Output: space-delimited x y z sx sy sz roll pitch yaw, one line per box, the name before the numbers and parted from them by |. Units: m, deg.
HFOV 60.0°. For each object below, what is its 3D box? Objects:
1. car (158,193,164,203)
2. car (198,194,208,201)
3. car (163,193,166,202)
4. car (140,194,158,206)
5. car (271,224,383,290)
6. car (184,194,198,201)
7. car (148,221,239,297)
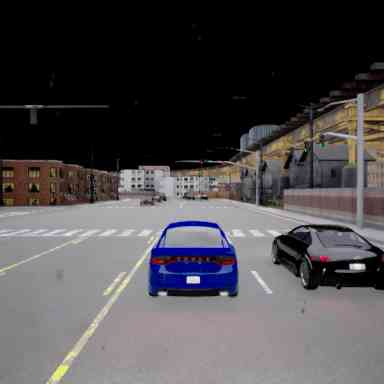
car | -7.222 1.525 66.844 1.812 1.442 4.674 0 0 0
car | 3.204 1.471 87.658 1.882 1.535 5.008 0 0 -3
car | -7.238 1.225 78.065 2.150 2.045 5.566 0 0 0
car | -7.251 1.352 54.607 2.097 1.767 4.553 0 0 0
car | 3.538 1.564 9.104 1.994 1.385 4.181 0 0 0
car | -0.282 1.345 86.759 2.097 1.767 4.553 0 0 -3
car | 0.035 1.478 8.638 1.882 1.535 5.008 0 0 0
